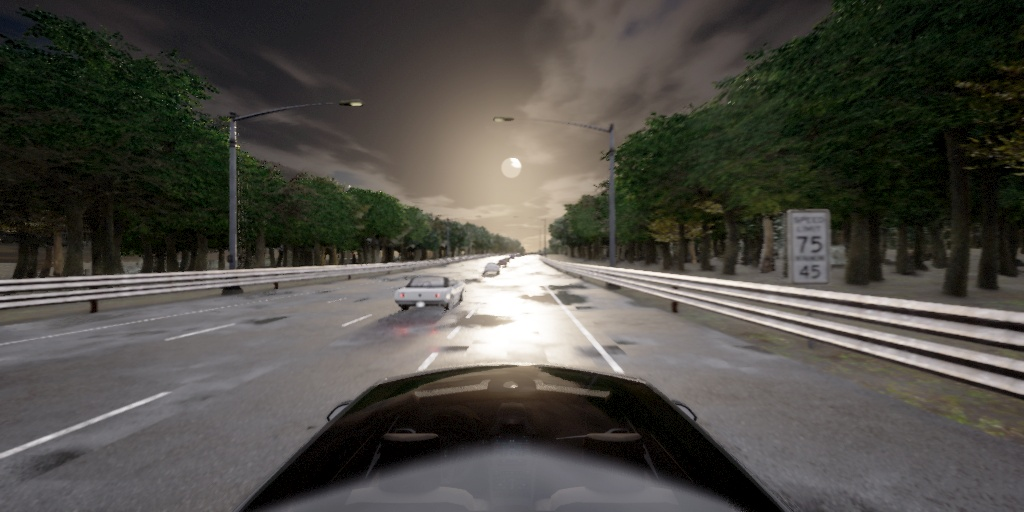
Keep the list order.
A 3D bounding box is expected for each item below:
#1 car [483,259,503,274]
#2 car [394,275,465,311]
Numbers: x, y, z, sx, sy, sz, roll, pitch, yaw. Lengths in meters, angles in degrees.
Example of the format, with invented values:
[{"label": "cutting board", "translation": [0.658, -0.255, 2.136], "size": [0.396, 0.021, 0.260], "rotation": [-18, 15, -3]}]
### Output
[{"label": "car", "translation": [-2.444, 1.470, 44.768], "size": [1.812, 1.442, 4.674], "rotation": [0, 0, 1]}, {"label": "car", "translation": [-3.171, 1.436, 14.854], "size": [1.895, 1.301, 4.718], "rotation": [0, 0, 1]}]
